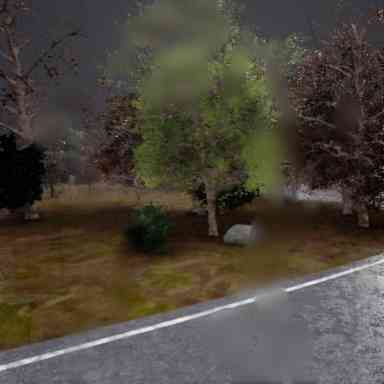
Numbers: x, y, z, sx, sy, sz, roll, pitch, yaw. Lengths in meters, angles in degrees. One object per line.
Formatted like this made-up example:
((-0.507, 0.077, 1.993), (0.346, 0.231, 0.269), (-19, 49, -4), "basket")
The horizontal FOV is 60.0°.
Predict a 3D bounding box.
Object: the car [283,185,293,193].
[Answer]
((19.477, -0.578, 66.319), (1.837, 1.490, 4.892), (-2, 3, 26), "car")

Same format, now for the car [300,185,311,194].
((21.155, -0.490, 61.952), (1.837, 1.490, 4.892), (-4, 3, 19), "car")

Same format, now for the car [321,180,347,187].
((32.892, -1.942, 77.168), (5.357, 1.411, 2.033), (-4, 2, -15), "car")

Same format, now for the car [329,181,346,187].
((33.803, -2.046, 74.043), (4.553, 1.767, 2.097), (-4, 2, -15), "car")
